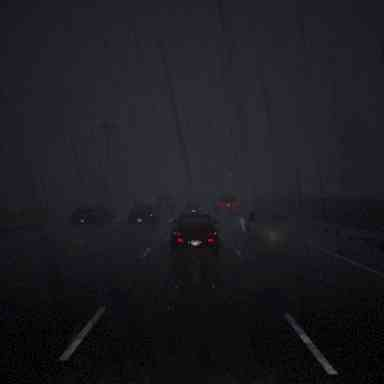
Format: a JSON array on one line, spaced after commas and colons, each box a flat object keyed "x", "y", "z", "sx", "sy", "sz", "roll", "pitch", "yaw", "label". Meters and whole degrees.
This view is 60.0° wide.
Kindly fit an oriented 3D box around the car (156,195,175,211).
[{"x": -3.343, "y": 1.447, "z": 42.036, "sx": 2.150, "sy": 2.045, "sz": 5.566, "roll": 0, "pitch": -1, "yaw": 0, "label": "car"}]

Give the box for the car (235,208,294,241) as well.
[{"x": 3.623, "y": 1.689, "z": 17.123, "sx": 1.895, "sy": 1.301, "sz": 4.718, "roll": 0, "pitch": 0, "yaw": 0, "label": "car"}]

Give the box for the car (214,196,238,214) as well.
[{"x": 3.633, "y": 1.414, "z": 35.744, "sx": 2.150, "sy": 2.045, "sz": 5.566, "roll": 0, "pitch": 0, "yaw": 0, "label": "car"}]

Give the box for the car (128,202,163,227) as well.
[{"x": -3.369, "y": 1.651, "z": 23.706, "sx": 1.812, "sy": 1.442, "sz": 4.674, "roll": 0, "pitch": 0, "yaw": 0, "label": "car"}]

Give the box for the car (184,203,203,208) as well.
[{"x": 0.145, "y": 1.742, "z": 32.789, "sx": 1.994, "sy": 1.385, "sz": 4.181, "roll": 0, "pitch": 0, "yaw": 0, "label": "car"}]

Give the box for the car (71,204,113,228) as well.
[{"x": -6.868, "y": 1.614, "z": 23.299, "sx": 2.128, "sy": 1.511, "sz": 4.902, "roll": 0, "pitch": 0, "yaw": 0, "label": "car"}]

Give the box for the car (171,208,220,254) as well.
[{"x": 0.118, "y": 1.595, "z": 13.800, "sx": 1.812, "sy": 1.442, "sz": 4.674, "roll": 0, "pitch": 0, "yaw": 0, "label": "car"}]
